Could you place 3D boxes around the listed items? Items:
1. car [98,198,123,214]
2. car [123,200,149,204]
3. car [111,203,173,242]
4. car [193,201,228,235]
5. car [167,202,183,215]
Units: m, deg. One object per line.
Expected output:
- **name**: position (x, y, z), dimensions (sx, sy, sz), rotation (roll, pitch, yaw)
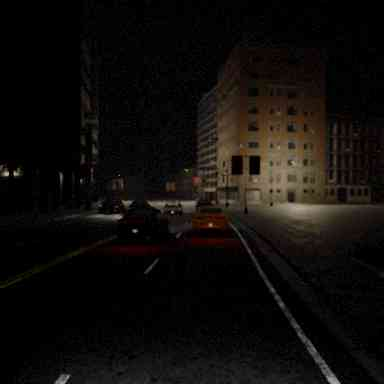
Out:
- **car**: position (-8.598, 1.445, 35.926), dimensions (2.097, 1.767, 4.553), rotation (0, 0, -1)
- **car**: position (-5.337, 1.570, 33.936), dimensions (1.882, 1.535, 5.008), rotation (0, 0, 0)
- **car**: position (-2.317, 1.525, 16.787), dimensions (1.882, 1.535, 5.008), rotation (0, 0, 3)
- **car**: position (1.063, 1.539, 19.403), dimensions (1.882, 1.535, 5.008), rotation (0, 0, 3)
- **car**: position (-1.918, 1.702, 34.689), dimensions (1.895, 1.301, 4.718), rotation (0, 0, -1)
